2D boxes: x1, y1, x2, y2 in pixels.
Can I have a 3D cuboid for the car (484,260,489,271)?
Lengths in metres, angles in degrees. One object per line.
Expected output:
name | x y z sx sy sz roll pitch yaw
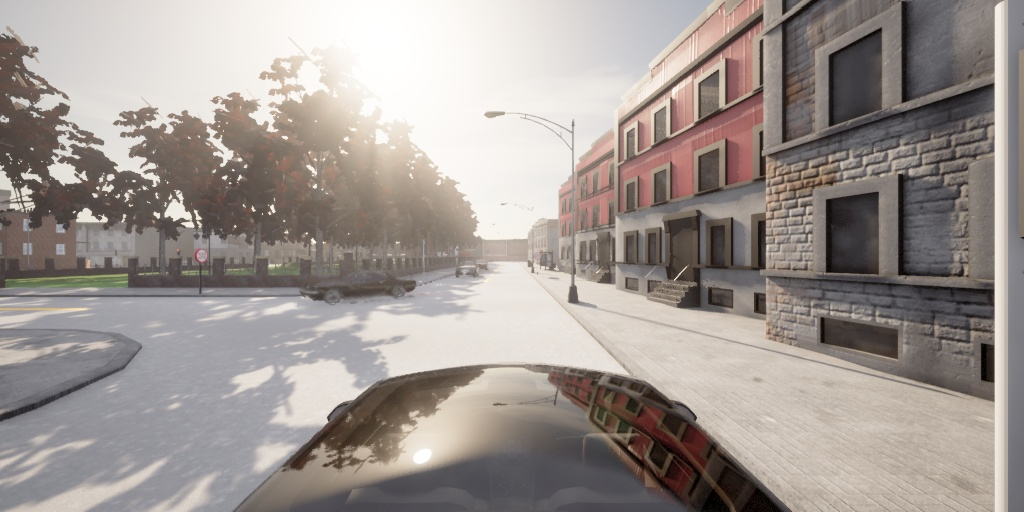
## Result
car | -4.214 1.227 48.786 1.882 1.535 5.008 0 0 0

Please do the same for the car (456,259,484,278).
car | -4.185 1.241 34.203 2.128 1.511 4.902 0 0 0

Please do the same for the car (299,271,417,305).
car | -6.844 1.351 16.305 1.895 1.301 4.718 0 0 43
